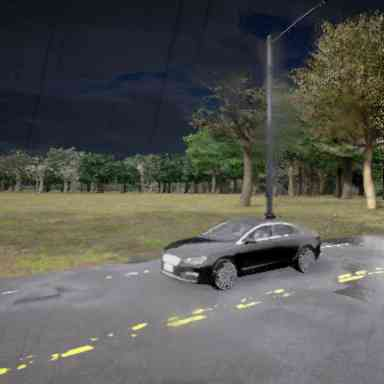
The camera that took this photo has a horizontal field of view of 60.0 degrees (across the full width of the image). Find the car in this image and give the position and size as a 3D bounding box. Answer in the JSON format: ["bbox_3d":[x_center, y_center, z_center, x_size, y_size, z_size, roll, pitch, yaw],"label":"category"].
[{"bbox_3d":[1.494,1.498,9.099,4.902,1.511,2.128,0,0,-34],"label":"car"}]
